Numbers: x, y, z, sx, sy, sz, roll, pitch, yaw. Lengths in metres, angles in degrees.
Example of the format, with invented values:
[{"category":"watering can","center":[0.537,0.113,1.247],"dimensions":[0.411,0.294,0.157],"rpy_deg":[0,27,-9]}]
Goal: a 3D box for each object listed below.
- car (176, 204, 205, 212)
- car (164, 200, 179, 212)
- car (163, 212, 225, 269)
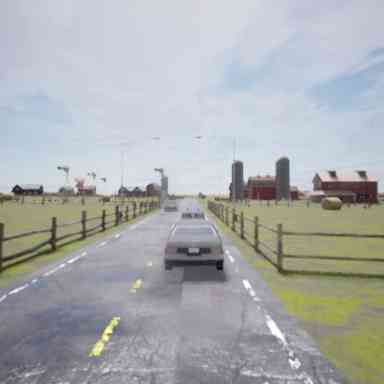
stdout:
[{"category":"car","center":[0.082,1.791,26.547],"dimensions":[2.033,1.411,5.357],"rpy_deg":[0,0,0]},{"category":"car","center":[-2.805,1.926,45.801],"dimensions":[1.837,1.490,4.892],"rpy_deg":[0,-1,0]},{"category":"car","center":[0.072,1.654,11.525],"dimensions":[2.033,1.411,5.357],"rpy_deg":[0,0,0]}]
